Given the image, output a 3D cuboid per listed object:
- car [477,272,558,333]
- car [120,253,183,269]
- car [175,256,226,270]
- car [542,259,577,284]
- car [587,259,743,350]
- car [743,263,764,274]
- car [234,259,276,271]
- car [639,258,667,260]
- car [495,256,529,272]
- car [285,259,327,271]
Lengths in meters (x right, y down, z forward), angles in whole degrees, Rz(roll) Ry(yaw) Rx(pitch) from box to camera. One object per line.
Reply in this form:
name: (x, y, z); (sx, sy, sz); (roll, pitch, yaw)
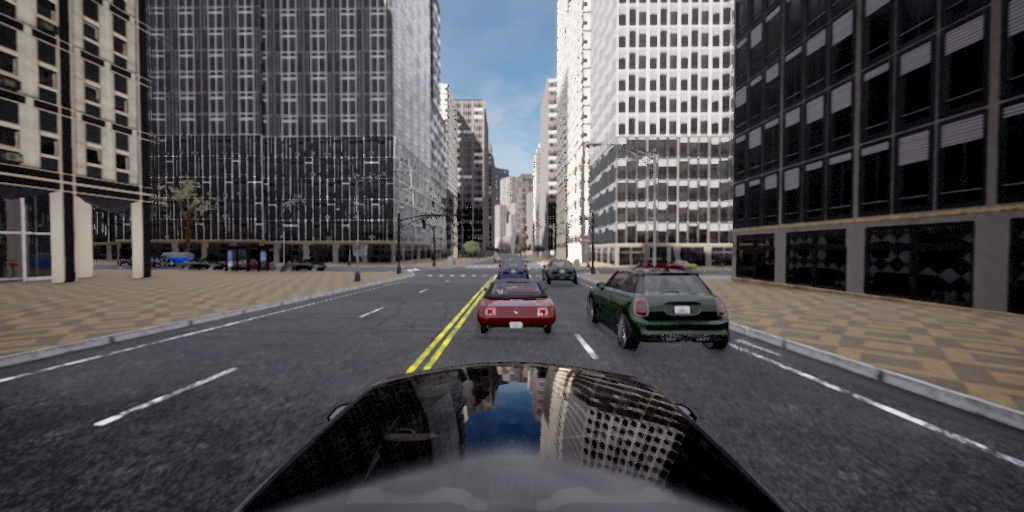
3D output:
car: (0.095, 1.318, 10.558); (1.895, 1.301, 4.718); (0, 0, 0)
car: (-42.832, 0.735, 42.698); (4.902, 1.511, 2.128); (1, 1, 2)
car: (-34.112, 0.941, 39.865); (4.313, 1.339, 1.948); (0, 0, 1)
car: (3.339, 1.007, 25.897); (2.097, 1.767, 4.553); (0, 0, 0)
car: (3.343, 1.073, 9.155); (2.097, 1.767, 4.553); (0, 0, 0)
car: (27.626, 1.442, 38.862); (4.829, 1.417, 1.751); (0, 0, 1)
car: (-28.431, 1.009, 39.695); (4.207, 1.307, 1.802); (0, 0, 1)
car: (16.178, 1.133, 39.054); (5.009, 1.841, 2.192); (0, 0, 1)
car: (0.090, 1.008, 25.939); (2.097, 1.767, 4.553); (0, 0, 0)
car: (-22.747, 1.044, 39.564); (4.313, 1.339, 1.948); (0, 0, 1)
